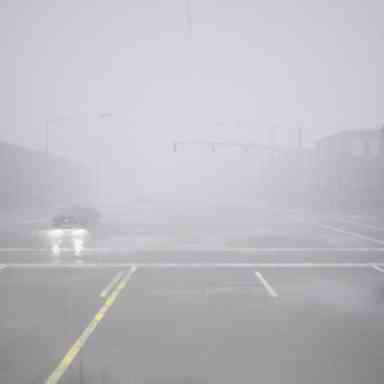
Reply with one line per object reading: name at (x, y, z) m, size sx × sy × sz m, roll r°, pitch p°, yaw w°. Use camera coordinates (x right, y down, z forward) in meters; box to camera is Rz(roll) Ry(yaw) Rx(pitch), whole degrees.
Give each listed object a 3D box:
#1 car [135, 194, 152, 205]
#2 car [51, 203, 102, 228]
car at (-7.068, 1.102, 48.585) m, size 1.882 × 1.535 × 5.008 m, roll 0°, pitch 2°, yaw 0°
car at (-7.028, 1.404, 20.619) m, size 1.994 × 1.385 × 4.181 m, roll 0°, pitch 1°, yaw 0°
